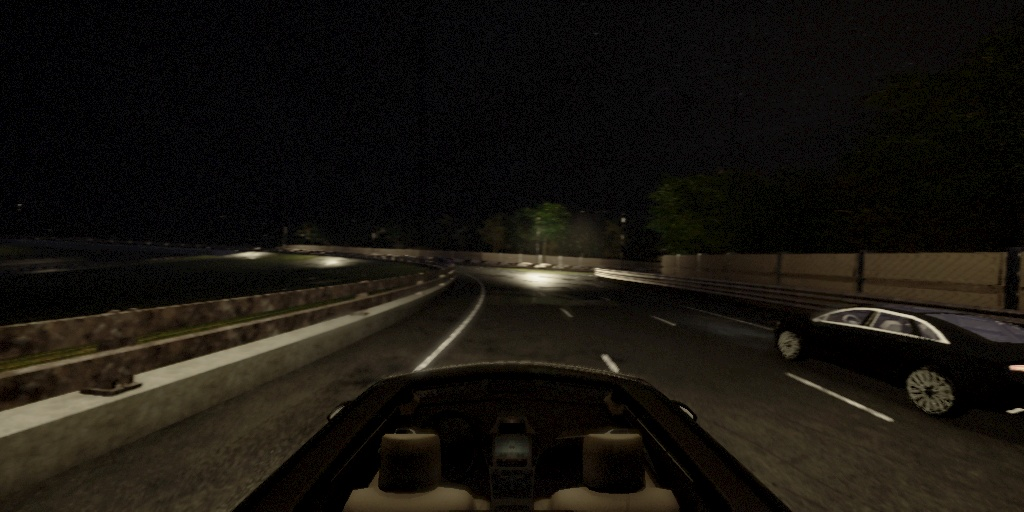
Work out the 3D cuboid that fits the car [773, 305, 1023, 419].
[{"bbox_3d":[7.118,1.668,6.619,2.128,1.511,4.902,3,0,3],"label":"car"}]
